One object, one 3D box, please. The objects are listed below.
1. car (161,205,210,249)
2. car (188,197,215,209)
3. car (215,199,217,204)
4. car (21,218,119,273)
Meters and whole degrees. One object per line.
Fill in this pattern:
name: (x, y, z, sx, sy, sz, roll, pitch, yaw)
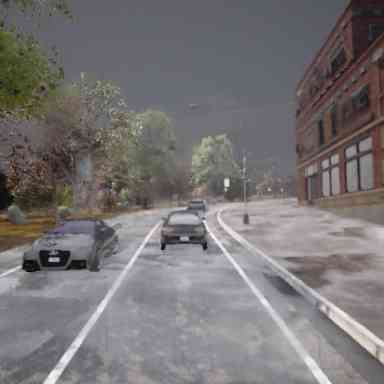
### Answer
car: (-0.348, 1.515, 14.323, 1.812, 1.442, 4.674, 0, 0, -2)
car: (0.809, 1.357, 35.523, 2.128, 1.511, 4.902, -1, 0, 10)
car: (2.186, 1.420, 51.169, 2.033, 1.411, 5.357, -3, -1, 24)
car: (-3.612, 1.558, 10.578, 1.994, 1.385, 4.181, 0, 0, -2)
